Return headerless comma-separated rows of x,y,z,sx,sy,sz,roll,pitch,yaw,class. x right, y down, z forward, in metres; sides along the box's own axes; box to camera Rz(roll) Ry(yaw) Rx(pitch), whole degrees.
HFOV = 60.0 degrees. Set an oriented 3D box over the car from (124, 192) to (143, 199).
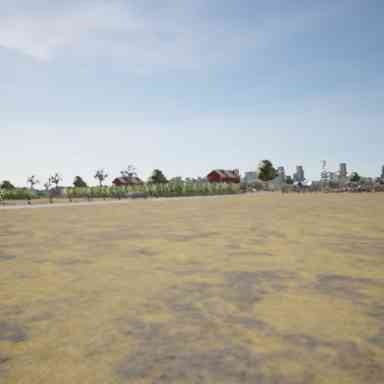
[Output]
-11.956,0.634,68.442,1.994,1.385,4.181,0,1,36,car
